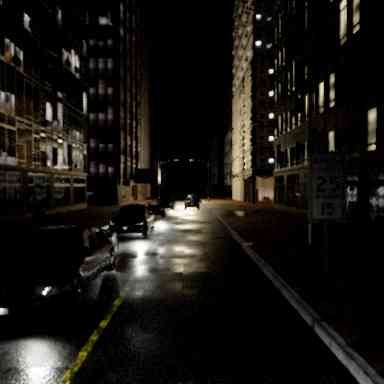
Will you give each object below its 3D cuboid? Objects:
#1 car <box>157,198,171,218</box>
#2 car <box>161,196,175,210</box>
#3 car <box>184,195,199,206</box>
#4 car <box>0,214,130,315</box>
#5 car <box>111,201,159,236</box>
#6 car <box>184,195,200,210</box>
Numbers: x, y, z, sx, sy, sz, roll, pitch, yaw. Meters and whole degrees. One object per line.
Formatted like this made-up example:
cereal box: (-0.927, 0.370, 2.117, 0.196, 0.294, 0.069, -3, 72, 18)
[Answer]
car: (-3.092, 1.443, 28.189, 1.895, 1.301, 4.718, 0, 0, 0)
car: (-3.041, 1.250, 39.452, 1.882, 1.535, 5.008, 0, 0, 1)
car: (0.002, 1.200, 49.708, 2.128, 1.511, 4.902, 0, 0, 0)
car: (-3.100, 1.520, 8.022, 2.033, 1.411, 5.357, 0, 0, 0)
car: (-3.096, 1.413, 17.860, 1.837, 1.490, 4.892, 0, 0, 0)
car: (-0.001, 1.318, 38.989, 2.033, 1.411, 5.357, 0, 0, 0)
